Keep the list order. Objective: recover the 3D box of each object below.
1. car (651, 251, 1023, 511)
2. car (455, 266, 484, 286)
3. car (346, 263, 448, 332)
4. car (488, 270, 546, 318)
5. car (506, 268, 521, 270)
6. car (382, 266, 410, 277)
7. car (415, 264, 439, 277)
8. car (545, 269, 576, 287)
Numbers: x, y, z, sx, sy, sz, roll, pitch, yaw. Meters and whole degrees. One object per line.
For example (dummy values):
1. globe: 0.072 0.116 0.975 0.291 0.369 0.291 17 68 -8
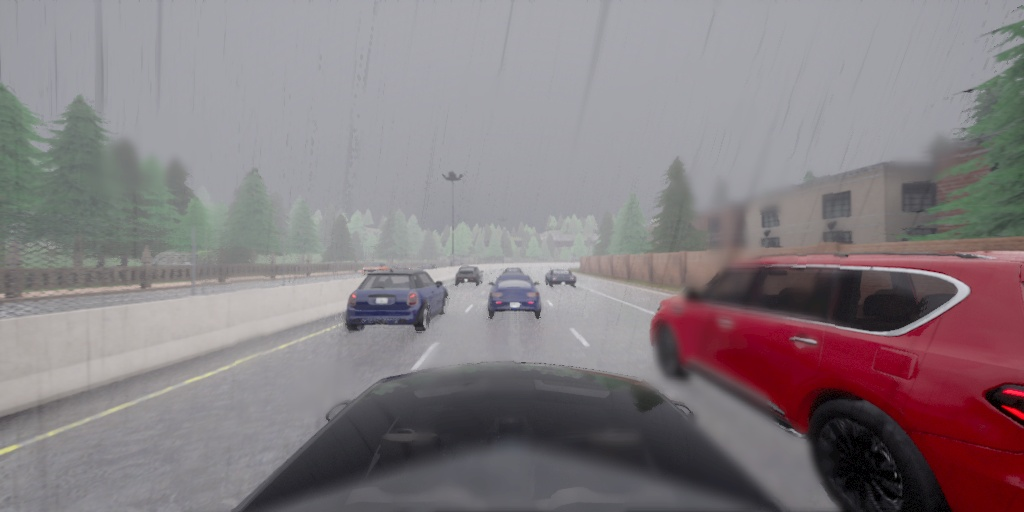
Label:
1. car: 3.599 1.001 4.189 2.150 2.045 5.566 0 -1 0
2. car: -3.409 1.577 29.018 1.837 1.490 4.892 0 -1 0
3. car: -3.405 1.217 11.508 2.097 1.767 4.553 0 -1 0
4. car: 0.081 1.417 13.691 1.812 1.442 4.674 0 -1 0
5. car: 0.089 1.643 29.561 1.994 1.385 4.181 0 -1 0
6. car: -14.109 1.847 43.803 1.895 1.301 4.718 0 -1 0
7. car: -10.596 1.763 44.858 1.837 1.490 4.892 0 0 0
8. car: 3.590 1.654 27.373 1.895 1.301 4.718 0 -1 0
